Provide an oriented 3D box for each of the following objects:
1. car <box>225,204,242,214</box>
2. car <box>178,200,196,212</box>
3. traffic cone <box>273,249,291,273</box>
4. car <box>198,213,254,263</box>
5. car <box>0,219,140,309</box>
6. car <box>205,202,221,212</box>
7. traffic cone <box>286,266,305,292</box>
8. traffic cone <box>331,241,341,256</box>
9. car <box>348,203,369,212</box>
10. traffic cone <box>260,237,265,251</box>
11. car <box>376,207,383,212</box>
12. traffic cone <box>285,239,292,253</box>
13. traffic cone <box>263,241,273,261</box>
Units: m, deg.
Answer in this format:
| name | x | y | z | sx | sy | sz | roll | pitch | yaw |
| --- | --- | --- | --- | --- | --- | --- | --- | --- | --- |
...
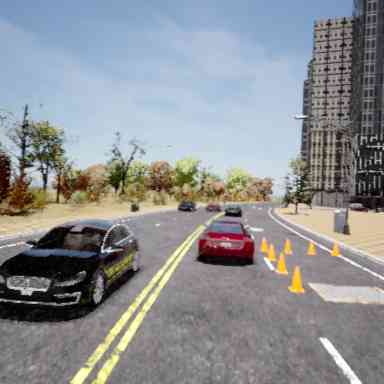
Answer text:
| name | x | y | z | sx | sy | sz | roll | pitch | yaw |
| --- | --- | --- | --- | --- | --- | --- | --- | --- | --- |
| car | 5.071 | 2.210 | 40.507 | 1.994 | 1.385 | 4.181 | 3 | 0 | 10 |
| car | -0.659 | 1.920 | 46.376 | 1.882 | 1.535 | 5.008 | 2 | 0 | 11 |
| traffic cone | 2.785 | 2.189 | 10.337 | 0.340 | 0.580 | 0.340 | 3 | -1 | 5 |
| car | 1.337 | 1.759 | 13.112 | 1.994 | 1.385 | 4.181 | 3 | -1 | 6 |
| car | -2.561 | 1.471 | 8.000 | 1.837 | 1.490 | 4.892 | 2 | -1 | 5 |
| car | 3.195 | 2.212 | 49.202 | 1.994 | 1.385 | 4.181 | 3 | -1 | 12 |
| traffic cone | 2.627 | 2.161 | 8.343 | 0.340 | 0.580 | 0.340 | 3 | -1 | 5 |
| traffic cone | 6.088 | 2.377 | 14.086 | 0.340 | 0.580 | 0.340 | 3 | -1 | 5 |
| car | 38.909 | 3.815 | 77.582 | 4.097 | 1.590 | 1.967 | 2 | 0 | 19 |
| traffic cone | 3.101 | 2.244 | 14.324 | 0.340 | 0.580 | 0.340 | 3 | -1 | 5 |
| car | 44.302 | 4.125 | 75.792 | 4.313 | 1.339 | 1.947 | 2 | 0 | 19 |
| traffic cone | 4.097 | 2.289 | 14.244 | 0.340 | 0.580 | 0.340 | 3 | -1 | 5 |
| traffic cone | 2.943 | 2.216 | 12.331 | 0.340 | 0.580 | 0.340 | 3 | -1 | 5 |
